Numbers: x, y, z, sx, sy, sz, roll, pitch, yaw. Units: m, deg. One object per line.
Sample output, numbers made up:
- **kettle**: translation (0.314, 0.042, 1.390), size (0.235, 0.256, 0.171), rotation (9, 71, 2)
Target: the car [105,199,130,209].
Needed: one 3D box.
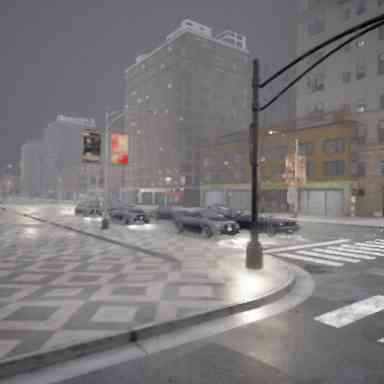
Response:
- **car**: translation (-12.098, 1.950, 53.676), size (2.033, 1.411, 5.357), rotation (1, -1, -36)

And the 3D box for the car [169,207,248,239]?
- **car**: translation (0.806, 1.748, 18.844), size (1.994, 1.385, 4.181), rotation (1, -1, -36)

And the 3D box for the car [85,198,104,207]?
- **car**: translation (-18.320, 1.901, 62.316), size (1.882, 1.535, 5.008), rotation (1, -1, -36)

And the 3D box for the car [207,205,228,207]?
- **car**: translation (1.979, 1.815, 28.715), size (1.812, 1.442, 4.674), rotation (1, -1, -36)

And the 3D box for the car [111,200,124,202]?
- **car**: translation (-7.547, 1.834, 35.969), size (2.033, 1.411, 5.357), rotation (1, -1, -36)

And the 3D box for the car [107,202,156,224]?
- **car**: translation (-5.007, 1.785, 26.901), size (1.994, 1.385, 4.181), rotation (1, -1, -36)

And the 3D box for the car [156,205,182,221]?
- **car**: translation (-1.572, 1.801, 27.682), size (2.033, 1.411, 5.357), rotation (1, -1, -36)

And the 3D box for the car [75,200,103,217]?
- **car**: translation (-10.878, 1.817, 35.047), size (1.994, 1.385, 4.181), rotation (1, -1, -35)

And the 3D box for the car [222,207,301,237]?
- **car**: translation (4.077, 1.818, 19.863), size (1.895, 1.301, 4.718), rotation (1, -1, -36)

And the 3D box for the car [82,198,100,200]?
- **car**: translation (-13.533, 1.665, 44.333), size (2.097, 1.767, 4.553), rotation (1, -1, -35)
